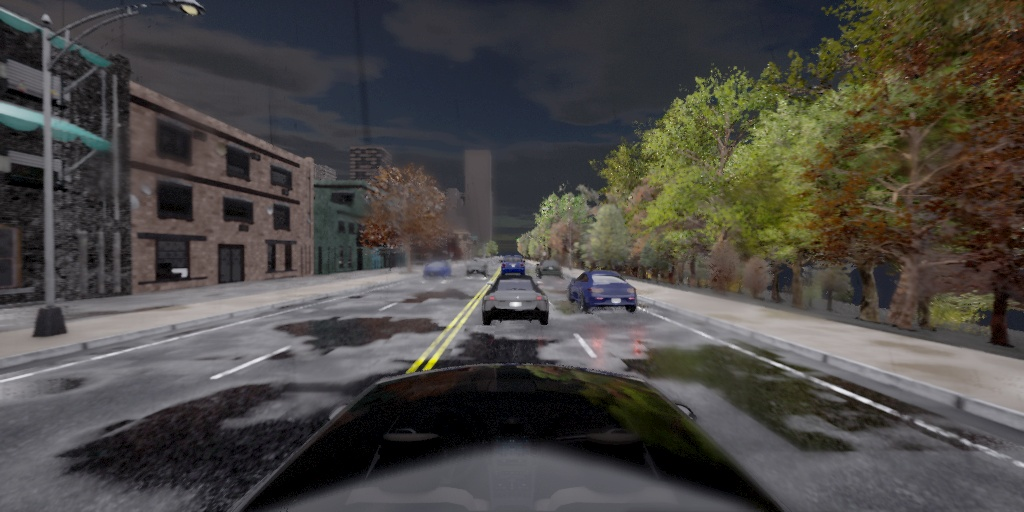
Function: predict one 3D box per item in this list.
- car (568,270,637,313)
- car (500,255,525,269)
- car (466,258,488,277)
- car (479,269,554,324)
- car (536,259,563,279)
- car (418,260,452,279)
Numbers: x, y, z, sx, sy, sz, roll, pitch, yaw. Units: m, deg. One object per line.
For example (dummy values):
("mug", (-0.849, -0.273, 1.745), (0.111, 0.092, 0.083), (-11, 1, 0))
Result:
("car", (3.364, 1.274, 13.861), (1.812, 1.442, 4.674), (0, 0, 0))
("car", (0.088, 0.966, 33.936), (2.150, 2.045, 5.566), (0, 0, 0))
("car", (-3.372, 1.250, 35.523), (1.837, 1.490, 4.892), (0, 0, 0))
("car", (0.100, 1.312, 11.978), (1.994, 1.385, 4.181), (0, 0, 0))
("car", (3.340, 1.097, 32.848), (2.097, 1.767, 4.553), (0, 0, 0))
("car", (-6.609, 1.223, 32.174), (1.882, 1.535, 5.008), (0, 0, 0))
